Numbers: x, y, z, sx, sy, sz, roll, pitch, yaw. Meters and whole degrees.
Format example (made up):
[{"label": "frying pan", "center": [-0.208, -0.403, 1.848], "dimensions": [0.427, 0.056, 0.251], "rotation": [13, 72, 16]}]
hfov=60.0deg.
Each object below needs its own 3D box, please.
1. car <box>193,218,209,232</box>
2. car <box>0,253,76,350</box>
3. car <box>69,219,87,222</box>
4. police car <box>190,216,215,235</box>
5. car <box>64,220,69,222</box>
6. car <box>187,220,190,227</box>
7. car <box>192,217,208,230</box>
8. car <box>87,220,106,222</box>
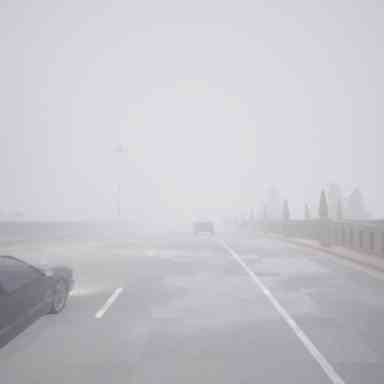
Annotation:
[{"label": "car", "center": [1.064, 4.029, 40.968], "dimensions": [1.882, 1.535, 5.008], "rotation": [0, -5, 0]}, {"label": "car", "center": [-3.398, 1.586, 4.693], "dimensions": [2.033, 1.411, 5.357], "rotation": [0, -1, 0]}, {"label": "car", "center": [-17.521, 5.171, 53.713], "dimensions": [2.128, 1.511, 4.902], "rotation": [0, -5, 1]}, {"label": "police car", "center": [1.061, 3.105, 31.121], "dimensions": [1.930, 1.638, 5.238], "rotation": [0, -5, 0]}, {"label": "car", "center": [-21.011, 5.487, 56.873], "dimensions": [1.812, 1.442, 4.674], "rotation": [0, -5, 1]}, {"label": "car", "center": [0.080, 6.318, 66.019], "dimensions": [2.033, 1.411, 5.357], "rotation": [0, -5, 5]}, {"label": "car", "center": [1.065, 4.429, 46.926], "dimensions": [2.097, 1.767, 4.553], "rotation": [0, -5, 0]}, {"label": "car", "center": [-14.031, 4.997, 50.508], "dimensions": [1.895, 1.301, 4.718], "rotation": [0, -5, 1]}]
